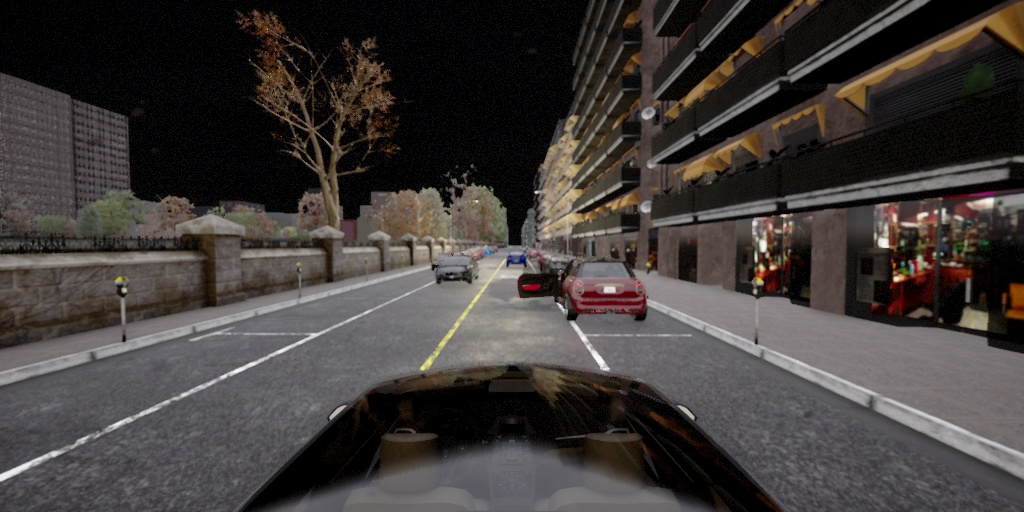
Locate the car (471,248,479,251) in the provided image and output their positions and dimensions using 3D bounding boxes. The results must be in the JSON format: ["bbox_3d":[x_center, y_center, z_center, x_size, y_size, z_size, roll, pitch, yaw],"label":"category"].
[{"bbox_3d":[-5.218,0.061,40.685,1.888,1.381,4.507,0,0,1],"label":"car"}]

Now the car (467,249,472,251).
[{"bbox_3d":[-5.287,0.274,35.061,1.802,1.307,4.207,0,0,1],"label":"car"}]

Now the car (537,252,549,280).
[{"bbox_3d":[2.956,0.607,23.704,2.007,1.370,4.403,0,0,1],"label":"car"}]

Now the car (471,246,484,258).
[{"bbox_3d":[-5.149,-0.215,46.311,1.967,1.591,4.097,0,0,1],"label":"car"}]

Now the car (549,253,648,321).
[{"bbox_3d":[2.504,0.803,11.215,2.097,1.767,4.553,0,2,1],"label":"car"}]

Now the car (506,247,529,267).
[{"bbox_3d":[0.437,0.191,34.476,1.882,1.535,5.008,0,2,1],"label":"car"}]

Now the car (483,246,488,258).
[{"bbox_3d":[-5.081,-0.510,51.938,2.192,1.841,5.009,0,0,1],"label":"car"}]

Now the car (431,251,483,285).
[{"bbox_3d":[-2.882,0.684,19.676,1.837,1.490,4.892,0,2,1],"label":"car"}]

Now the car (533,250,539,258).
[{"bbox_3d":[3.025,0.424,29.331,1.888,1.381,4.507,0,0,1],"label":"car"}]

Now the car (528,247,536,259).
[{"bbox_3d":[3.299,-0.234,51.836,1.802,1.307,4.207,0,0,1],"label":"car"}]

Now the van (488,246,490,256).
[{"bbox_3d":[-5.012,-0.654,57.566,1.690,1.789,3.998,0,0,1],"label":"van"}]
